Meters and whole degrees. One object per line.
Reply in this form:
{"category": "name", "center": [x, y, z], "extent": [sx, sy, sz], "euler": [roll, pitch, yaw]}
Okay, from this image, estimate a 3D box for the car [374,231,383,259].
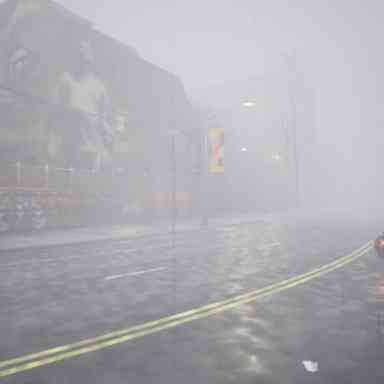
{"category": "car", "center": [8.287, 1.759, 12.448], "extent": [1.895, 1.301, 4.718], "euler": [0, -1, 38]}
